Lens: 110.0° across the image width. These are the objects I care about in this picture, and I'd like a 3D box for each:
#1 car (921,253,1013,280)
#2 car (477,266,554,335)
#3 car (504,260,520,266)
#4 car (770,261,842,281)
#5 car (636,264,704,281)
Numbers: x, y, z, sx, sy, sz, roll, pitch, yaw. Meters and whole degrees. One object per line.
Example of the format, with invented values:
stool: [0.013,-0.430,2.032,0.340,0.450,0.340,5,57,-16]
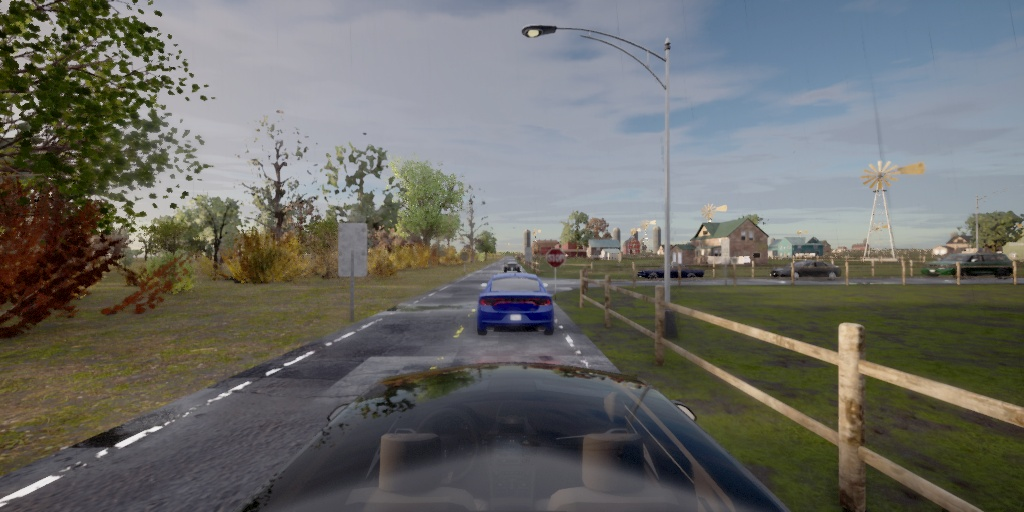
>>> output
car: [36.239,0.810,28.586,5.566,2.045,2.150,-1,0,-1]
car: [0.082,1.226,10.484,1.882,1.535,5.008,0,0,0]
car: [0.007,1.249,43.877,1.812,1.442,4.674,0,0,0]
car: [23.134,1.154,28.344,4.892,1.490,1.837,0,0,-1]
car: [12.321,1.297,28.210,4.718,1.301,1.895,0,0,1]
